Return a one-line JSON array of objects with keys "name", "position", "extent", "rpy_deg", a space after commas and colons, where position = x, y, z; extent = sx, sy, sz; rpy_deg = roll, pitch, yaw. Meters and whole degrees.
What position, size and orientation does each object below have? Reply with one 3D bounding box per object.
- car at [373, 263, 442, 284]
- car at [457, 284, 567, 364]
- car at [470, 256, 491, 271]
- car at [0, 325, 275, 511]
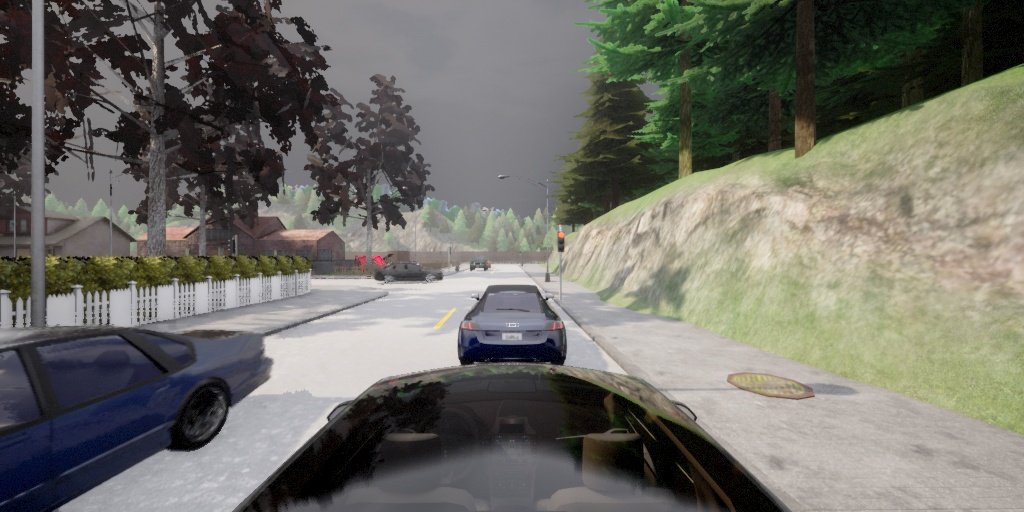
[{"name": "car", "position": [-7.607, 1.255, 26.436], "extent": [4.892, 1.490, 1.837], "rpy_deg": [0, 2, -19]}, {"name": "car", "position": [0.008, 1.314, 7.986], "extent": [1.994, 1.385, 4.181], "rpy_deg": [0, 0, 0]}, {"name": "car", "position": [-4.513, 0.972, 49.473], "extent": [2.150, 2.045, 5.566], "rpy_deg": [0, 0, 0]}, {"name": "car", "position": [-4.094, 1.297, 2.431], "extent": [2.033, 1.411, 5.357], "rpy_deg": [0, 0, 0]}]
